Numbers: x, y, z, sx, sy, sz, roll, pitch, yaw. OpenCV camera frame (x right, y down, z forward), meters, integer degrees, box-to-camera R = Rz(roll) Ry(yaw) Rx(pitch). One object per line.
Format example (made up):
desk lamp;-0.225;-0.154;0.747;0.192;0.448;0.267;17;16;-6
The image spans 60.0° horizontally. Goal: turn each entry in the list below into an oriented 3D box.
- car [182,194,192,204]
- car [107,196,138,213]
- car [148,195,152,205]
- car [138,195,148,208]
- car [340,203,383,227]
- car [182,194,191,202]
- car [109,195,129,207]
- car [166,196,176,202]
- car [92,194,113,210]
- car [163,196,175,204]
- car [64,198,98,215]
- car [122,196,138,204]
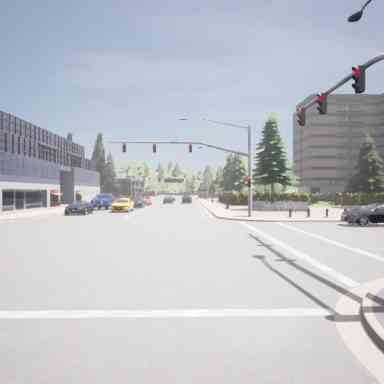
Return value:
car;-0.993;1.505;64.899;1.837;1.490;4.892;0;0;-1
car;-7.816;1.478;37.804;1.882;1.535;5.008;0;0;-1
car;-8.065;1.352;57.155;2.097;1.767;4.553;0;0;-1
car;-7.941;1.352;47.040;2.097;1.767;4.553;0;0;-1
car;12.497;1.492;22.183;4.902;1.511;2.128;0;0;-1
car;-1.232;1.355;74.964;2.097;1.767;4.553;0;0;-1
car;-11.512;1.352;52.664;2.097;1.767;4.553;0;0;-1
car;-4.738;1.509;75.209;1.895;1.301;4.718;0;0;-1
car;-11.386;1.221;42.764;2.150;2.045;5.566;0;0;-1
car;-4.590;1.547;64.574;2.033;1.411;5.357;0;0;-1
car;-11.251;1.564;33.411;1.994;1.385;4.181;0;0;-1
car;-11.611;1.491;62.922;2.128;1.511;4.902;0;0;0
